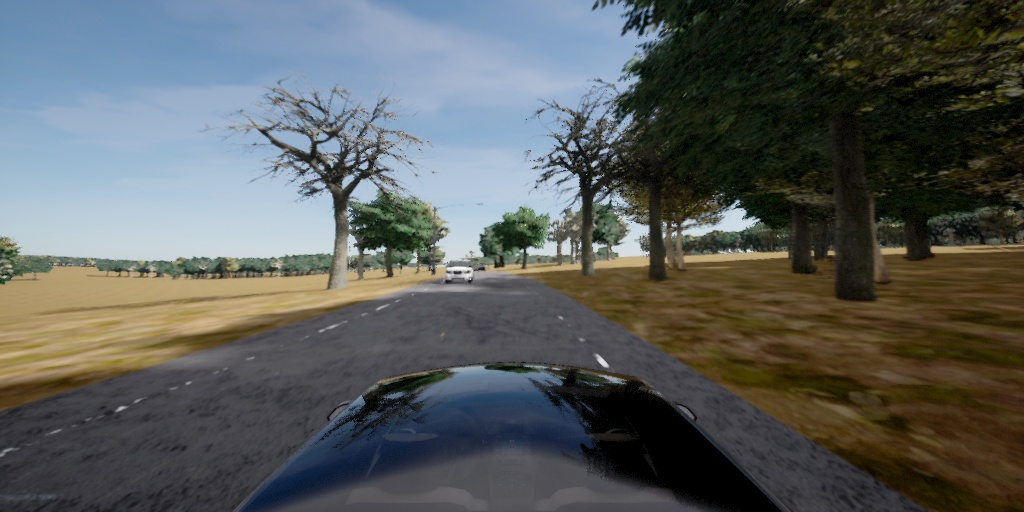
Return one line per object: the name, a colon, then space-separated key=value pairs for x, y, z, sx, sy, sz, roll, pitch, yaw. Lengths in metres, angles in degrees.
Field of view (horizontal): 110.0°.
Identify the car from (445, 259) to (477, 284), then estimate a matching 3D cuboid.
car: x=-4.466 y=1.304 z=31.042 sx=2.150 sy=2.045 sz=5.566 roll=0 pitch=-1 yaw=-3
